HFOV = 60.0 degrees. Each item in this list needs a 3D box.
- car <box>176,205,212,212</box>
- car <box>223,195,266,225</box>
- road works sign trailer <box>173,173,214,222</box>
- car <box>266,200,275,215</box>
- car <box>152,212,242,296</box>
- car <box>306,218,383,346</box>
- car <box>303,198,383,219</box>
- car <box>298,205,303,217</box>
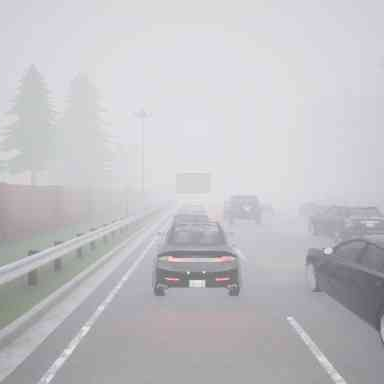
[{"bbox_3d":[0.065,1.474,19.052,1.882,1.535,5.008,0,0,5],"label":"car"},{"bbox_3d":[3.600,1.223,24.450,2.150,2.045,5.566,0,0,0],"label":"car"},{"bbox_3d":[0.069,0.464,22.972,2.380,3.560,2.880,0,0,-1],"label":"road works sign trailer"},{"bbox_3d":[7.096,1.526,34.059,1.812,1.442,4.674,0,0,0],"label":"car"},{"bbox_3d":[0.100,1.491,8.615,2.128,1.511,4.902,0,0,0],"label":"car"},{"bbox_3d":[3.600,1.477,5.859,1.882,1.535,5.008,0,0,0],"label":"car"},{"bbox_3d":[7.101,1.352,15.390,2.097,1.767,4.553,0,0,0],"label":"car"},{"bbox_3d":[10.599,1.507,28.588,1.837,1.490,4.892,0,1,0],"label":"car"}]
